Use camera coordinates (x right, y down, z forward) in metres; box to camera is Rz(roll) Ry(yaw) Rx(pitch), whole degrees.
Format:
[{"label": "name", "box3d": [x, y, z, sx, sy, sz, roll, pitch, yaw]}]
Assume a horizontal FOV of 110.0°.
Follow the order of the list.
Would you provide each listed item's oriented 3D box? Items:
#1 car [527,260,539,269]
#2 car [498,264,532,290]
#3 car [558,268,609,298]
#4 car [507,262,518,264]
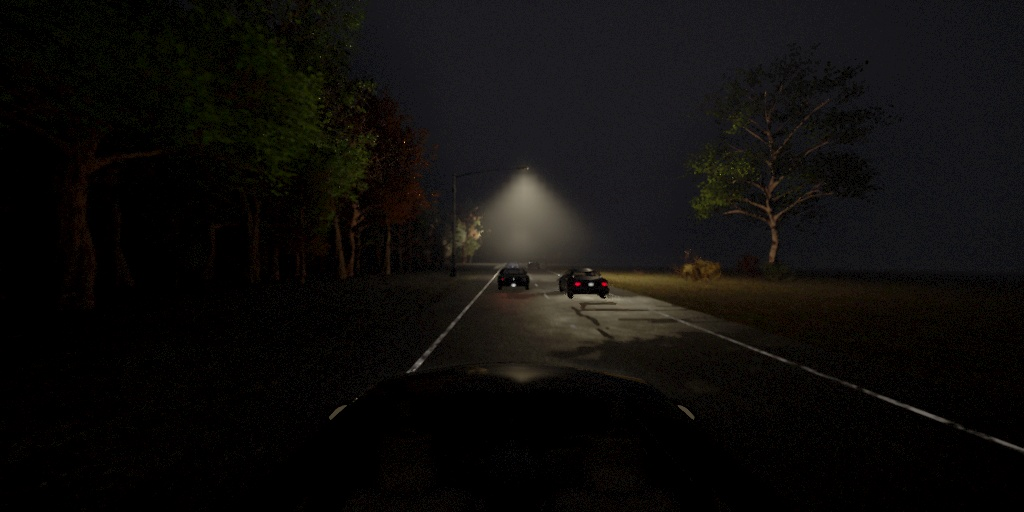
[{"label": "car", "box3d": [3.587, 1.386, 60.584, 2.128, 1.511, 4.902, 0, 0, 0]}, {"label": "car", "box3d": [0.096, 1.414, 23.350, 1.895, 1.301, 4.718, 0, 0, 0]}, {"label": "car", "box3d": [3.589, 1.348, 18.739, 2.033, 1.411, 5.357, 0, 0, 0]}, {"label": "car", "box3d": [0.091, 1.413, 46.117, 2.033, 1.411, 5.357, 0, 0, 0]}]
